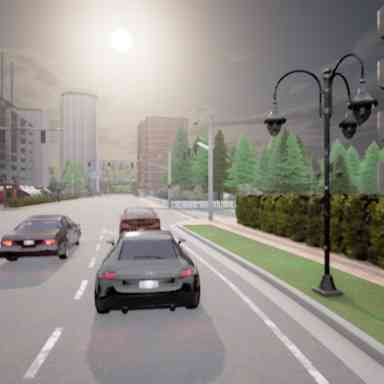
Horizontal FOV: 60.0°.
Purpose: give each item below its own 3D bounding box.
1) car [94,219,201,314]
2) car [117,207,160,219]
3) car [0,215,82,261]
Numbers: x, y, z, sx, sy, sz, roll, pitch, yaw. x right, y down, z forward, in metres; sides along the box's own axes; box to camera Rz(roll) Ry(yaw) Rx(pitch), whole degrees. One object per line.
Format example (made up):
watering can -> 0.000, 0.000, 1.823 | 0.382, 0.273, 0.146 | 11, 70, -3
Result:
car -> -1.042, 1.563, 7.725 | 1.994, 1.385, 4.181 | 0, 0, -9
car -> -2.659, 1.476, 16.562 | 1.882, 1.535, 5.008 | 0, 0, -12
car -> -5.317, 1.546, 12.289 | 2.033, 1.411, 5.357 | 0, 0, -11
